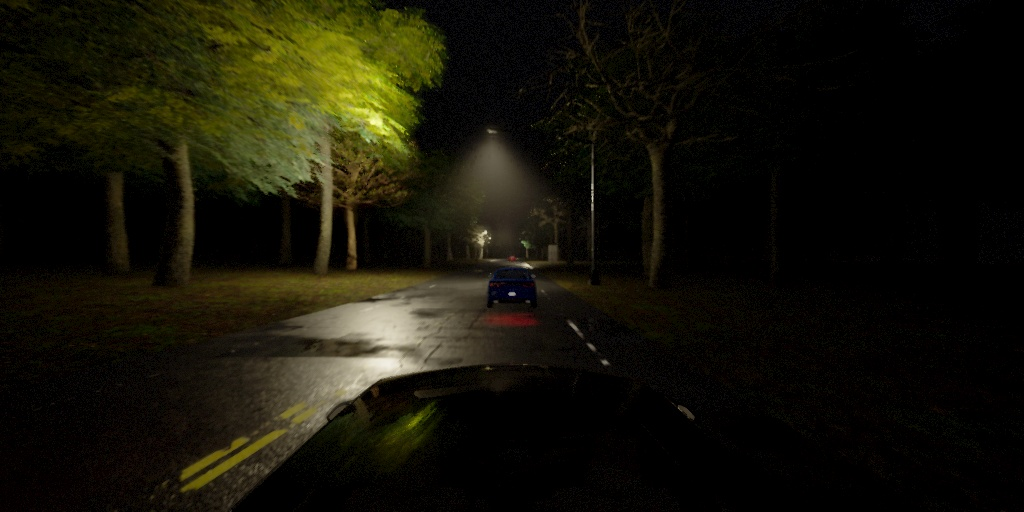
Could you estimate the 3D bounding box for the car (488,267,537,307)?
[{"bbox_3d":[0.001,1.229,15.557,1.882,1.535,5.008,0,0,0],"label":"car"}]
